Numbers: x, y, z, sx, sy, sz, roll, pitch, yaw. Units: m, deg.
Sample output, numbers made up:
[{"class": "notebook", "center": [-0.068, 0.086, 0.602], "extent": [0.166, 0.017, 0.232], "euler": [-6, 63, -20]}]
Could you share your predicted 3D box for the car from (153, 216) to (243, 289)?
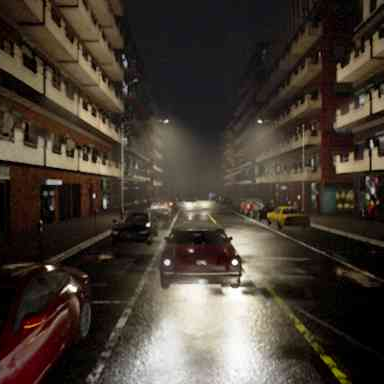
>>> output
[{"class": "car", "center": [0.175, 1.578, 9.222], "extent": [1.895, 1.301, 4.718], "euler": [0, 0, -1]}]

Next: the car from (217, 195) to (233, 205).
[{"class": "car", "center": [5.623, 1.437, 54.257], "extent": [1.947, 1.339, 4.313], "euler": [-1, 0, 0]}]

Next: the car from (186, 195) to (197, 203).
[{"class": "car", "center": [-0.126, 1.323, 63.645], "extent": [1.882, 1.535, 5.008], "euler": [0, 0, 0]}]

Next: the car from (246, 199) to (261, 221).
[{"class": "car", "center": [5.827, 1.504, 26.248], "extent": [1.947, 1.339, 4.313], "euler": [-1, 0, 0]}]

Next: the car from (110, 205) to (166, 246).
[{"class": "car", "center": [-2.471, 1.512, 15.012], "extent": [2.008, 1.369, 4.403], "euler": [-1, 0, 0]}]

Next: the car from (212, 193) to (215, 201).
[{"class": "car", "center": [5.539, 1.369, 65.631], "extent": [1.752, 1.417, 4.829], "euler": [-1, 0, 0]}]

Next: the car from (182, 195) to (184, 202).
[{"class": "car", "center": [-2.840, 1.390, 65.428], "extent": [2.008, 1.369, 4.403], "euler": [-1, 0, 0]}]

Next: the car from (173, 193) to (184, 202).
[{"class": "car", "center": [-2.883, 1.142, 71.030], "extent": [2.192, 1.841, 5.009], "euler": [-1, 0, 0]}]

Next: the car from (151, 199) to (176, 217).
[{"class": "car", "center": [-2.553, 1.484, 26.215], "extent": [2.008, 1.369, 4.403], "euler": [-1, 0, 0]}]

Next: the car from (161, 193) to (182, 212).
[{"class": "car", "center": [-2.638, 1.221, 37.418], "extent": [2.192, 1.841, 5.009], "euler": [-1, 0, 0]}]

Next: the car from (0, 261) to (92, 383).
[{"class": "car", "center": [-2.389, 1.571, 3.808], "extent": [1.802, 1.307, 4.206], "euler": [-1, 0, 0]}]

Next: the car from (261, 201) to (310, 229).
[{"class": "car", "center": [5.866, 1.477, 20.816], "extent": [1.752, 1.417, 4.829], "euler": [-1, 0, 0]}]

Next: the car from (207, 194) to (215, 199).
[{"class": "car", "center": [5.336, 1.331, 93.470], "extent": [2.008, 1.369, 4.403], "euler": [-1, 0, 0]}]

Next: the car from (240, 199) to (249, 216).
[{"class": "car", "center": [5.785, 1.364, 31.849], "extent": [1.967, 1.590, 4.097], "euler": [-1, 0, 0]}]

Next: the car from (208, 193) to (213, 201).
[{"class": "car", "center": [5.457, 1.259, 76.665], "extent": [1.967, 1.590, 4.097], "euler": [-1, 0, 0]}]

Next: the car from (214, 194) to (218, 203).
[{"class": "car", "center": [5.581, 1.408, 59.860], "extent": [2.008, 1.369, 4.403], "euler": [-1, 0, 0]}]
